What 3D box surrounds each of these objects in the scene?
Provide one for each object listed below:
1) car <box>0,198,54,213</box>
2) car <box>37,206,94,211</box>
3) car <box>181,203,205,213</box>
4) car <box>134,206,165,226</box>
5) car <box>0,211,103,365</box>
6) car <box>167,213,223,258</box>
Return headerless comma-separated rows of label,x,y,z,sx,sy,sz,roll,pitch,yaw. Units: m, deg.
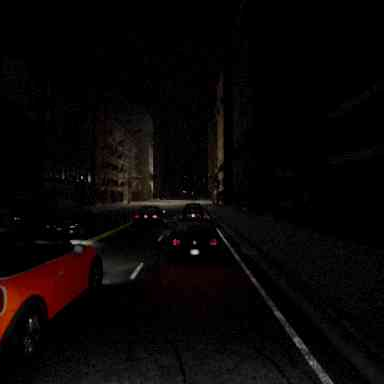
car,-9.850,1.383,19.441,2.150,2.045,5.566,0,0,0
car,-6.601,1.661,18.823,1.837,1.490,4.892,0,0,0
car,0.098,1.749,30.264,1.837,1.490,4.892,0,0,0
car,-3.153,1.753,25.180,2.033,1.411,5.357,0,0,0
car,-3.169,1.405,6.074,2.097,1.767,4.553,0,-1,0
car,0.098,1.713,13.221,1.895,1.301,4.718,0,0,0
